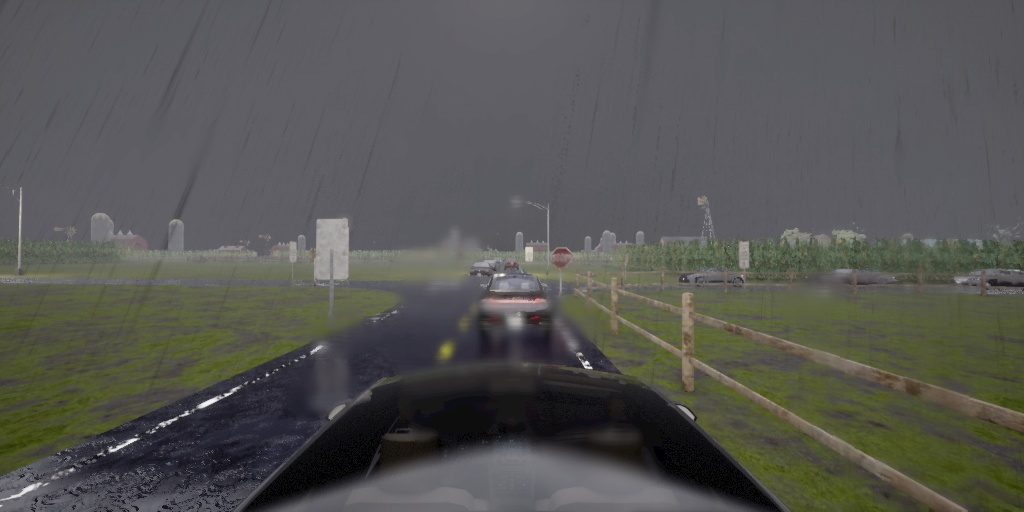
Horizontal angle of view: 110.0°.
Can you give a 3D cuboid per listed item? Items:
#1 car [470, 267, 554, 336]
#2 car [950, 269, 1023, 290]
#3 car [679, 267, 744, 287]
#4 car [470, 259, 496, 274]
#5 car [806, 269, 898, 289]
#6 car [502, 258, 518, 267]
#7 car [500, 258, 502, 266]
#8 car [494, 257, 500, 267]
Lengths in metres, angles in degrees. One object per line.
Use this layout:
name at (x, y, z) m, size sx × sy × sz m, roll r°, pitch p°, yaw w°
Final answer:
car at (0.081, 1.243, 10.370) m, size 2.128 × 1.511 × 4.902 m, roll 0°, pitch 0°, yaw 0°
car at (35.132, 1.690, 26.162) m, size 4.902 × 1.511 × 2.128 m, roll 1°, pitch -1°, yaw 0°
car at (14.517, 1.516, 26.187) m, size 4.181 × 1.385 × 1.994 m, roll 1°, pitch -1°, yaw 0°
car at (-2.936, 1.290, 35.063) m, size 2.033 × 1.411 × 5.357 m, roll 0°, pitch 0°, yaw 0°
car at (24.735, 1.621, 26.179) m, size 5.357 × 1.411 × 2.033 m, roll 1°, pitch -1°, yaw 0°
car at (-0.049, 1.072, 57.704) m, size 2.097 × 1.767 × 4.553 m, roll 0°, pitch 0°, yaw 0°
car at (-2.970, 1.283, 58.497) m, size 1.994 × 1.385 × 4.181 m, roll 0°, pitch 0°, yaw 0°
car at (-2.958, 1.211, 46.435) m, size 1.882 × 1.535 × 5.008 m, roll 0°, pitch 0°, yaw 0°
